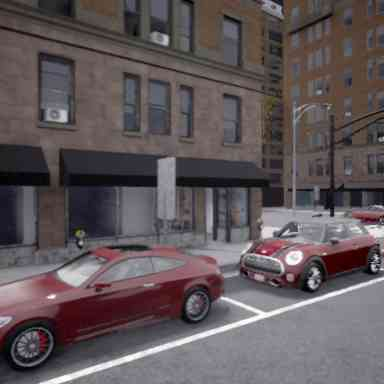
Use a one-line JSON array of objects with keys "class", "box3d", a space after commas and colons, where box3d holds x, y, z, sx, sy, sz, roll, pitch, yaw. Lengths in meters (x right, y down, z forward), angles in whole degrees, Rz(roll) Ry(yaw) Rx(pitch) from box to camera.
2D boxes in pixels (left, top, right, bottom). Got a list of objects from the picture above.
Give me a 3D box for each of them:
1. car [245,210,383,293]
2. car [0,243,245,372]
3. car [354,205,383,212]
[{"class": "car", "box3d": [3.167, 1.440, 8.794, 4.097, 1.590, 1.967, 0, 0, -36]}, {"class": "car", "box3d": [-1.312, 1.581, 5.599, 4.206, 1.307, 1.802, 0, 0, -35]}, {"class": "car", "box3d": [13.932, 1.732, 25.753, 1.994, 1.385, 4.181, 0, 0, -32]}]
